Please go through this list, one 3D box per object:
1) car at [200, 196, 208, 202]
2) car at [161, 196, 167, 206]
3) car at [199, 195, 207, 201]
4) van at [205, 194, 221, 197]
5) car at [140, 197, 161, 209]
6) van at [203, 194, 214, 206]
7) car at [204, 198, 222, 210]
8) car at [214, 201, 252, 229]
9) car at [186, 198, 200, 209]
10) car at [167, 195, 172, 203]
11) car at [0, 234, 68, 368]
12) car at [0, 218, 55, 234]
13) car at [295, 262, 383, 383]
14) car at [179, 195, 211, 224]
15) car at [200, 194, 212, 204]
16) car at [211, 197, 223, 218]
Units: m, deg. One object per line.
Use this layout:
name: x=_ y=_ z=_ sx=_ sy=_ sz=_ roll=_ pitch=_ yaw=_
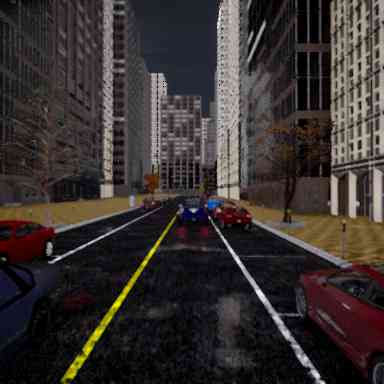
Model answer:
car: x=2.713 y=1.549 z=77.730 sx=1.802 sy=1.307 sz=4.206 roll=1 pitch=0 yaw=0
car: x=-5.671 y=1.532 z=55.140 sx=2.008 sy=1.369 sz=4.403 roll=1 pitch=0 yaw=0
car: x=2.715 y=1.488 z=83.541 sx=1.752 sy=1.417 sz=4.829 roll=1 pitch=0 yaw=0
van: x=2.707 y=1.331 z=38.239 sx=1.690 sy=1.788 sz=3.998 roll=1 pitch=0 yaw=0
car: x=-5.672 y=1.428 z=43.855 sx=1.967 sy=1.590 sz=4.097 roll=1 pitch=0 yaw=0
van: x=2.711 y=1.322 z=55.164 sx=1.690 sy=1.788 sz=3.998 roll=1 pitch=0 yaw=0
car: x=2.707 y=1.538 z=43.881 sx=2.008 sy=1.369 sz=4.403 roll=1 pitch=0 yaw=0
car: x=2.702 y=1.540 z=21.316 sx=1.887 sy=1.381 sz=4.507 roll=0 pitch=0 yaw=0
car: x=0.111 y=1.587 z=46.209 sx=1.895 sy=1.301 sz=4.718 roll=0 pitch=0 yaw=0
car: x=-5.670 y=1.525 z=66.425 sx=2.008 sy=1.369 sz=4.403 roll=1 pitch=0 yaw=0
car: x=-3.095 y=1.547 z=3.552 sx=2.033 sy=1.411 sz=5.357 roll=0 pitch=0 yaw=0
car: x=-5.680 y=1.543 z=9.997 sx=1.887 sy=1.381 sz=4.507 roll=1 pitch=0 yaw=0
car: x=2.699 y=1.581 z=4.391 sx=1.802 sy=1.307 sz=4.206 roll=0 pitch=0 yaw=0
car: x=0.106 y=1.346 z=25.036 sx=2.097 sy=1.767 sz=4.553 roll=0 pitch=0 yaw=0
car: x=2.714 y=1.289 z=66.447 sx=2.192 sy=1.841 sz=5.009 roll=1 pitch=0 yaw=0
car: x=2.705 y=1.433 z=26.957 sx=1.967 sy=1.590 sz=4.097 roll=0 pitch=0 yaw=0
